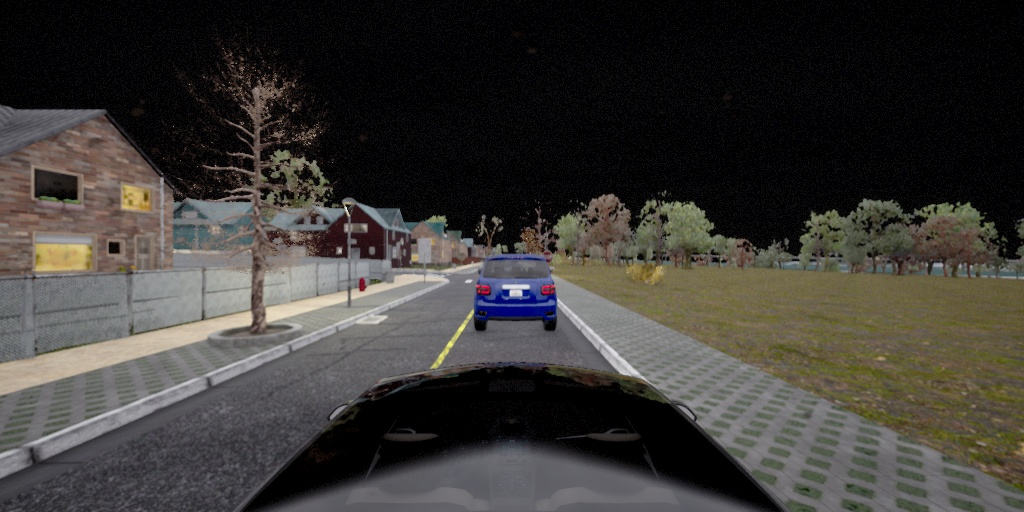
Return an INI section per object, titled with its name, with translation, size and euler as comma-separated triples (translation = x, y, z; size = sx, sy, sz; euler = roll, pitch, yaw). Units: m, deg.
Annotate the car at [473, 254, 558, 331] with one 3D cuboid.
[car]
translation = 0.081, 0.967, 11.114
size = 2.150, 2.045, 5.566
euler = 0, 0, 0
